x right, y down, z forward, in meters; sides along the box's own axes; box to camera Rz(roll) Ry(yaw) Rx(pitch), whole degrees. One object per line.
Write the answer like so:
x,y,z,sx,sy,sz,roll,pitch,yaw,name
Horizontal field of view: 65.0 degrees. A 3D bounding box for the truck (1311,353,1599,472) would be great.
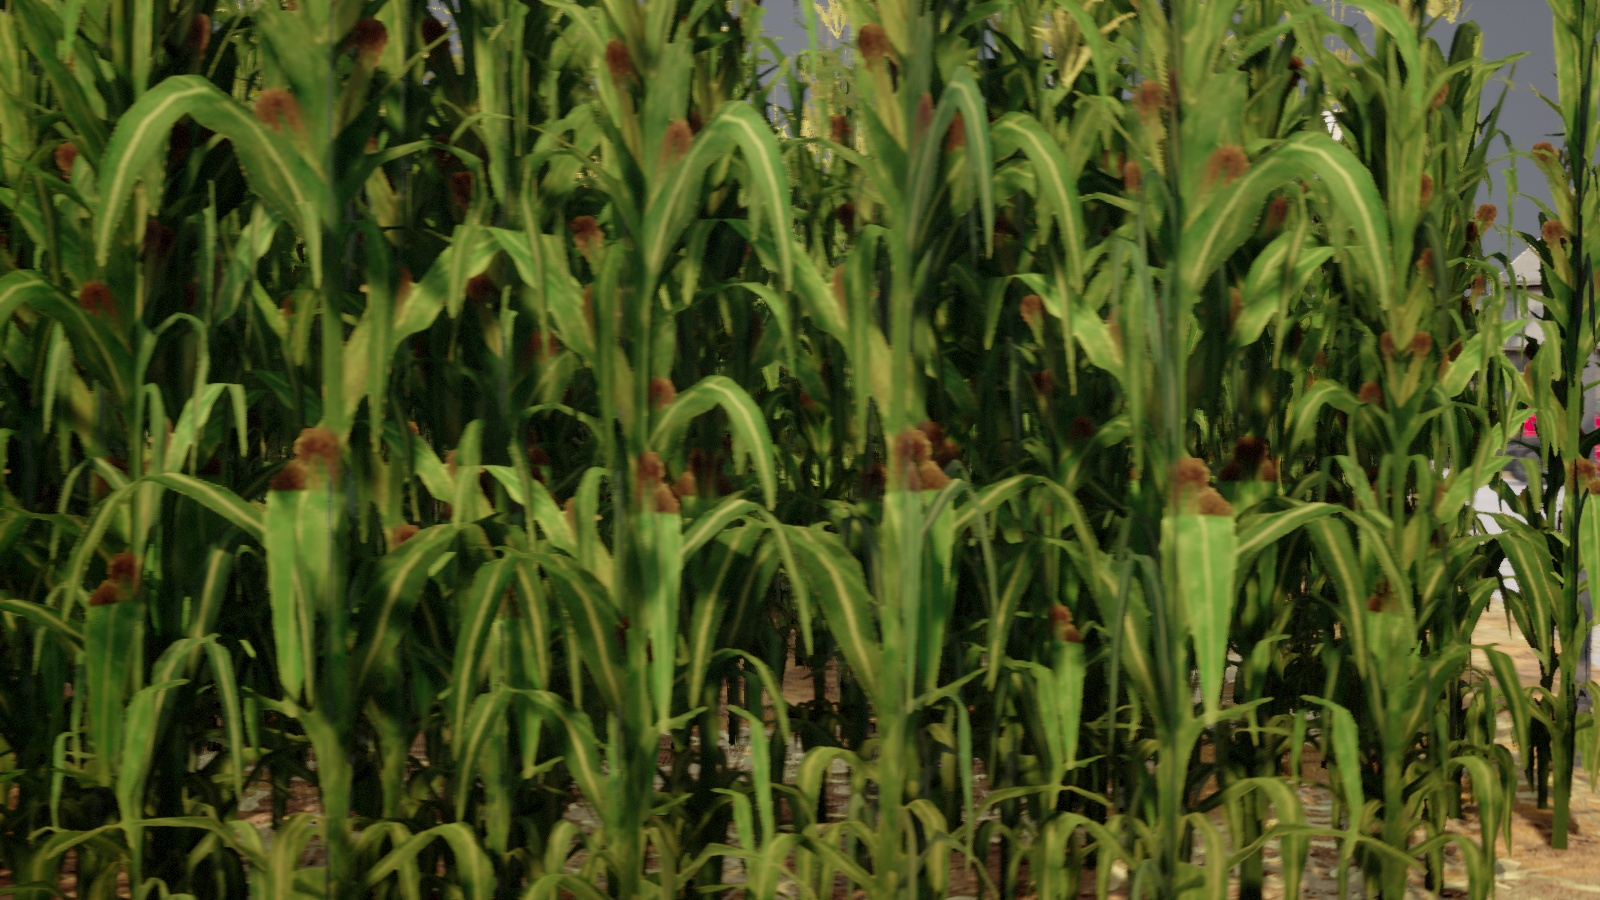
20.650,-1.103,40.022,7.936,3.462,2.891,-1,0,20,truck
